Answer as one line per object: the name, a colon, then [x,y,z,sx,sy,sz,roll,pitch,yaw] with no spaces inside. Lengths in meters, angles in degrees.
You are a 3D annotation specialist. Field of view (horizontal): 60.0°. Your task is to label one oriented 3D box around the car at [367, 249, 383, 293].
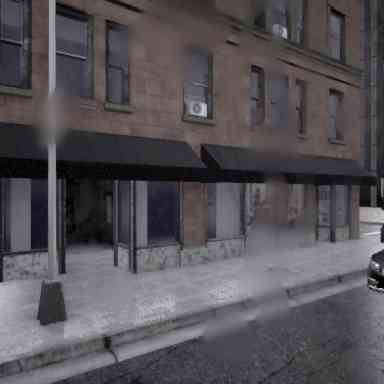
car: [5.949,1.491,7.604,4.902,1.511,2.128,0,0,-34]
